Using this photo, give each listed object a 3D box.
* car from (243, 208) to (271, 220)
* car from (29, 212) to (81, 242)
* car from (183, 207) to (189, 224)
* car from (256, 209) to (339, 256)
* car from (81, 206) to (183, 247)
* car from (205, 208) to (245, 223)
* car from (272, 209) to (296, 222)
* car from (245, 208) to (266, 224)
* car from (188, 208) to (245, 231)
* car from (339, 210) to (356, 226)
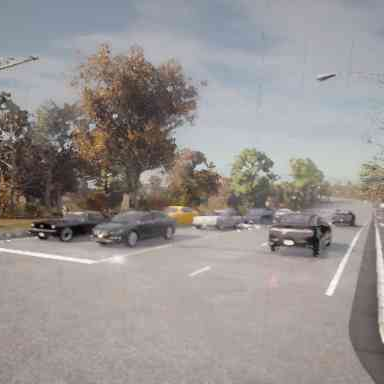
[{"bbox_3d":[8.482,2.813,43.058,2.128,1.511,4.902,0,-3,29],"label":"car"},{"bbox_3d":[-5.768,1.681,17.089,1.895,1.301,4.718,0,-1,30],"label":"car"},{"bbox_3d":[-1.275,1.832,25.272,1.882,1.535,5.008,0,-2,29],"label":"car"},{"bbox_3d":[4.582,1.624,13.799,2.128,1.511,4.902,0,-1,29],"label":"car"},{"bbox_3d":[-2.557,1.593,15.625,1.837,1.490,4.892,0,-1,29],"label":"car"},{"bbox_3d":[3.481,2.360,33.969,2.033,1.411,5.357,0,-3,29],"label":"car"},{"bbox_3d":[11.507,2.846,41.299,1.812,1.442,4.674,0,-3,29],"label":"car"},{"bbox_3d":[6.537,2.362,32.281,2.033,1.411,5.357,0,-3,28],"label":"car"},{"bbox_3d":[1.868,1.964,23.721,1.895,1.301,4.718,0,-2,29],"label":"car"},{"bbox_3d":[14.860,2.518,32.511,2.128,1.511,4.902,0,-3,29],"label":"car"}]
